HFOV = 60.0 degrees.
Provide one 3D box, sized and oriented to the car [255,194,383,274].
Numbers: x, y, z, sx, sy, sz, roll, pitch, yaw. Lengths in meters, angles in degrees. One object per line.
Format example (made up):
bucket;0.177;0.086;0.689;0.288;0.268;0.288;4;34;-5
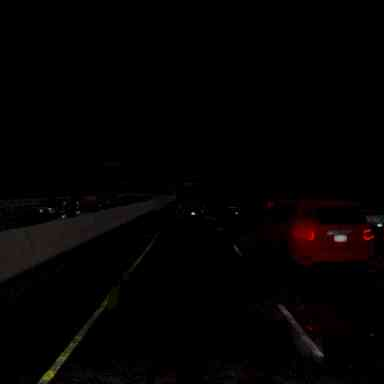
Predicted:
car;3.599;1.218;10.743;2.150;2.045;5.566;0;0;0

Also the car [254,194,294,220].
car;7.097;1.213;29.316;2.150;2.045;5.566;0;0;0

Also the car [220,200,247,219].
car;3.597;1.483;29.204;2.128;1.511;4.902;0;0;0

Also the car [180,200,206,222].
car;0.091;1.556;26.295;1.994;1.385;4.181;0;0;0
